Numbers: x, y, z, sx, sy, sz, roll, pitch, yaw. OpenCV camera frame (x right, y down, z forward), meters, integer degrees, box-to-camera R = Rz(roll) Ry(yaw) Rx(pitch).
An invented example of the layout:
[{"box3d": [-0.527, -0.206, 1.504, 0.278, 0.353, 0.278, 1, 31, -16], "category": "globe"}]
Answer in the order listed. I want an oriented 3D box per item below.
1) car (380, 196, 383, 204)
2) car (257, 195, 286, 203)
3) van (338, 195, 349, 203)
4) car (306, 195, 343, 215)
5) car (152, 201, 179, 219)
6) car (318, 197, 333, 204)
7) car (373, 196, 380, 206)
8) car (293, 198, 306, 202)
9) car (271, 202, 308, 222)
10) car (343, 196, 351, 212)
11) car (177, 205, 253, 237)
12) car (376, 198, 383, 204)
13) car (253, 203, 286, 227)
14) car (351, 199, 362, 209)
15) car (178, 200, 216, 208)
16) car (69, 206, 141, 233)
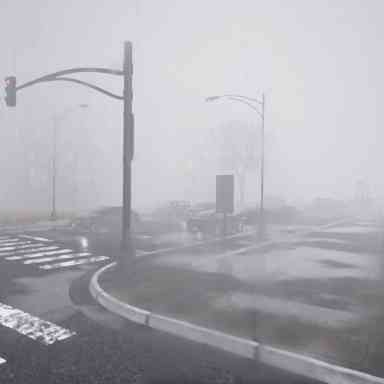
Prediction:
[{"box3d": [41.369, 1.784, 73.637, 2.192, 1.841, 5.009, 1, 0, 36], "category": "car"}, {"box3d": [9.633, 1.367, 40.208, 2.150, 2.045, 5.566, 1, 2, 36], "category": "car"}, {"box3d": [37.903, 1.706, 83.071, 1.690, 1.788, 3.998, 1, 0, 36], "category": "van"}, {"box3d": [15.138, 1.569, 37.805, 2.192, 1.841, 5.009, 1, 0, 36], "category": "car"}, {"box3d": [-1.650, 1.481, 29.474, 1.967, 1.590, 4.097, 1, 0, 36], "category": "car"}, {"box3d": [28.039, 1.849, 69.652, 1.947, 1.339, 4.313, 1, 0, 36], "category": "car"}, {"box3d": [34.893, 1.940, 64.828, 1.752, 1.417, 4.829, 1, 0, 36], "category": "car"}, {"box3d": [18.076, 1.727, 56.097, 1.752, 1.417, 4.829, 1, 0, 36], "category": "car"}, {"box3d": [7.926, 1.779, 27.921, 1.802, 1.307, 4.206, 1, 0, 36], "category": "car"}, {"box3d": [18.398, 1.720, 42.298, 1.967, 1.590, 4.097, 1, 0, 36], "category": "car"}, {"box3d": [1.435, 1.696, 19.088, 2.008, 1.369, 4.403, 1, 0, 36], "category": "car"}, {"box3d": [44.654, 2.047, 78.110, 2.008, 1.369, 4.403, 1, 0, 36], "category": "car"}, {"box3d": [4.682, 1.737, 23.505, 1.947, 1.339, 4.313, 1, 0, 36], "category": "car"}, {"box3d": [24.931, 1.773, 51.273, 1.967, 1.590, 4.097, 1, 0, 36], "category": "car"}, {"box3d": [1.278, 1.595, 28.860, 1.837, 1.490, 4.892, 1, 0, 36], "category": "car"}, {"box3d": [-5.121, 1.564, 20.158, 1.812, 1.442, 4.674, 1, 0, 36], "category": "car"}]
